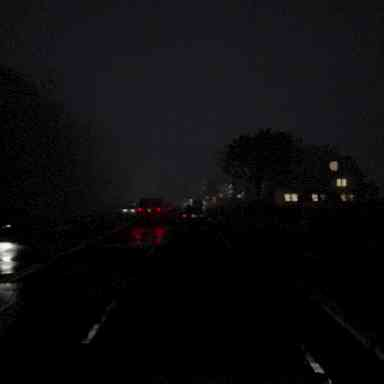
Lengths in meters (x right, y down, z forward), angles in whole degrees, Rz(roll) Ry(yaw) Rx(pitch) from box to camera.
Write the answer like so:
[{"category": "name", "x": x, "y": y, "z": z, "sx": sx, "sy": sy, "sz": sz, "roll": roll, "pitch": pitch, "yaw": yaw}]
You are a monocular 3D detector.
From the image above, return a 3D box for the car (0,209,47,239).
[{"category": "car", "x": -9.793, "y": 1.680, "z": 18.579, "sx": 1.812, "sy": 1.442, "sz": 4.674, "roll": 0, "pitch": 0, "yaw": 2}]

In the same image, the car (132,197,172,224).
[{"category": "car", "x": -3.128, "y": 1.457, "z": 27.079, "sx": 2.150, "sy": 2.045, "sz": 5.566, "roll": 0, "pitch": 0, "yaw": 0}]

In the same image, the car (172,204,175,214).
[{"category": "car", "x": -3.114, "y": 1.890, "z": 39.832, "sx": 2.033, "sy": 1.411, "sz": 5.357, "roll": 0, "pitch": 0, "yaw": 0}]

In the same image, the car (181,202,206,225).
[{"category": "car", "x": 0.119, "y": 1.779, "z": 26.325, "sx": 2.033, "sy": 1.411, "sz": 5.357, "roll": 0, "pitch": 0, "yaw": 0}]

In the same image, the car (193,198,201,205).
[{"category": "car", "x": 1.051, "y": 2.157, "z": 78.385, "sx": 1.837, "sy": 1.490, "sz": 4.892, "roll": 0, "pitch": 0, "yaw": 0}]

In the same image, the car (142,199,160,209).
[{"category": "car", "x": -6.507, "y": 1.941, "z": 53.340, "sx": 2.128, "sy": 1.511, "sz": 4.902, "roll": 0, "pitch": 0, "yaw": 1}]

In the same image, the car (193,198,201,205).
[{"category": "car", "x": 1.046, "y": 2.132, "z": 72.386, "sx": 1.812, "sy": 1.442, "sz": 4.674, "roll": 0, "pitch": 0, "yaw": 0}]

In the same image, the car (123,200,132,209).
[{"category": "car", "x": -9.747, "y": 1.992, "z": 53.334, "sx": 2.033, "sy": 1.411, "sz": 5.357, "roll": 0, "pitch": 0, "yaw": 1}]

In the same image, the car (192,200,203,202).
[{"category": "car", "x": 0.138, "y": 1.961, "z": 41.704, "sx": 1.895, "sy": 1.301, "sz": 4.718, "roll": 0, "pitch": 0, "yaw": 0}]

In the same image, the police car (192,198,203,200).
[{"category": "police car", "x": 1.035, "y": 1.954, "z": 62.497, "sx": 1.930, "sy": 1.638, "sz": 5.238, "roll": 0, "pitch": 0, "yaw": 0}]
